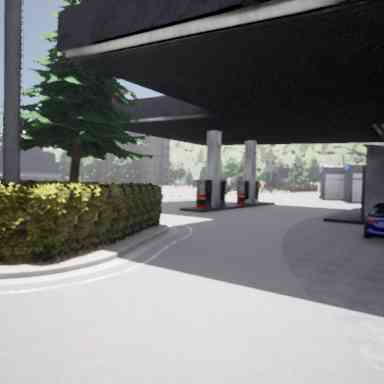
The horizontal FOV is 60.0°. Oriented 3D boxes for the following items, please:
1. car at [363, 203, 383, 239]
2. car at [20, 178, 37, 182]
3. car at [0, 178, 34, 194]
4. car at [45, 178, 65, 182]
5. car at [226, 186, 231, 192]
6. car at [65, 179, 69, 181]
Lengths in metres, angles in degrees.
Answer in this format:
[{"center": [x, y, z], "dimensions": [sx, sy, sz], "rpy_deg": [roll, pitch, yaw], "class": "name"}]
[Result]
[{"center": [9.529, 1.327, 15.684], "dimensions": [2.242, 1.667, 4.611], "rpy_deg": [3, 2, 35], "class": "car"}, {"center": [-17.988, -0.488, 35.584], "dimensions": [3.866, 1.878, 1.905], "rpy_deg": [3, 2, 35], "class": "car"}, {"center": [-22.547, -0.835, 42.782], "dimensions": [4.605, 1.855, 1.932], "rpy_deg": [3, 2, 35], "class": "car"}, {"center": [-27.645, -1.779, 65.786], "dimensions": [3.866, 1.878, 1.905], "rpy_deg": [3, 2, 35], "class": "car"}, {"center": [5.769, -0.730, 68.658], "dimensions": [4.514, 1.523, 2.007], "rpy_deg": [3, 2, 35], "class": "car"}, {"center": [-26.317, -1.813, 68.403], "dimensions": [4.605, 1.855, 1.932], "rpy_deg": [3, 2, 35], "class": "car"}]
